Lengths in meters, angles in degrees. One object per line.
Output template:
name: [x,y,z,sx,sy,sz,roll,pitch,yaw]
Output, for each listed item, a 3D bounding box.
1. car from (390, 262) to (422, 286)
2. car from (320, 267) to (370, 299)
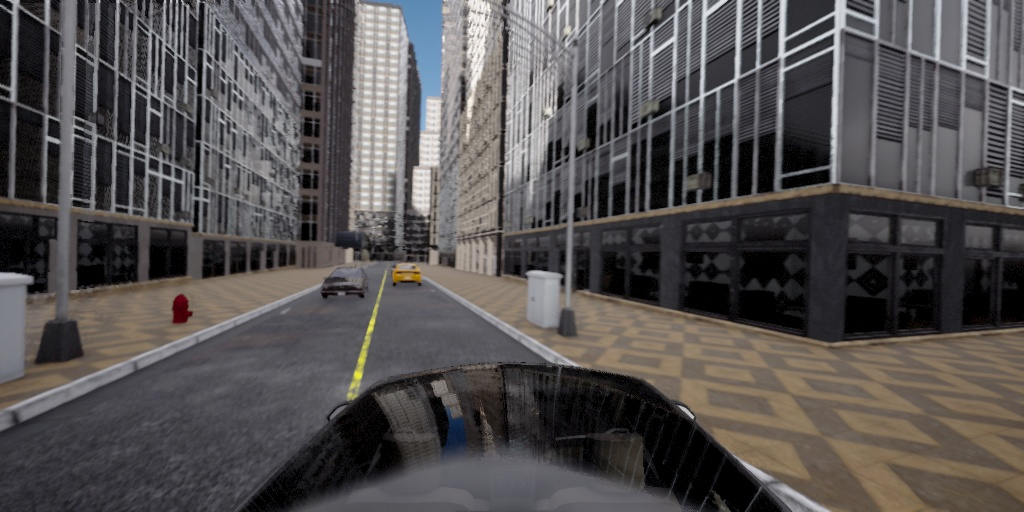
car: [-7.672,1.287,26.082,1.882,1.535,5.008,2,0,-19]
car: [-8.217,1.262,18.076,2.033,1.411,5.357,2,-1,-19]
